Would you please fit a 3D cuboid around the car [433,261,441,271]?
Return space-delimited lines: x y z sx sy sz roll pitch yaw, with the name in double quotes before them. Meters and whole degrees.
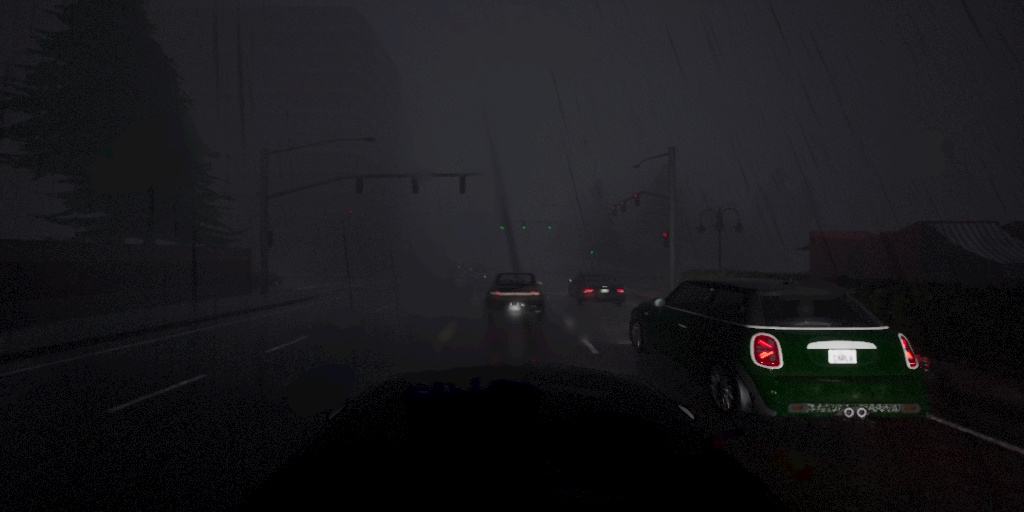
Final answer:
"car" -10.397 1.801 55.701 1.895 1.301 4.718 0 -1 -26

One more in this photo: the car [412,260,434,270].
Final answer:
"car" -15.286 1.865 63.458 1.895 1.301 4.718 0 -1 -40

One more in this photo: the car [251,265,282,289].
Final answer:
"car" -18.889 1.352 25.368 4.553 1.767 2.097 0 0 1

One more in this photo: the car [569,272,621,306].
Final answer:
"car" 3.749 1.421 16.425 2.033 1.411 5.357 0 0 3

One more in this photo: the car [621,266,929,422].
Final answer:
"car" 3.616 1.138 6.037 2.097 1.767 4.553 0 -1 0

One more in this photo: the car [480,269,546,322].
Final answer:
"car" 0.131 1.333 12.730 2.128 1.511 4.902 0 -1 0

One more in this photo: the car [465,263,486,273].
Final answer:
"car" -4.901 1.723 50.735 1.994 1.385 4.181 0 -1 -18

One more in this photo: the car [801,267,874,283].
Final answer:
"car" 28.959 1.665 31.989 4.718 1.301 1.895 0 0 1

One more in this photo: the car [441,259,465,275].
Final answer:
"car" -7.798 1.480 47.097 2.097 1.767 4.553 0 0 -13
